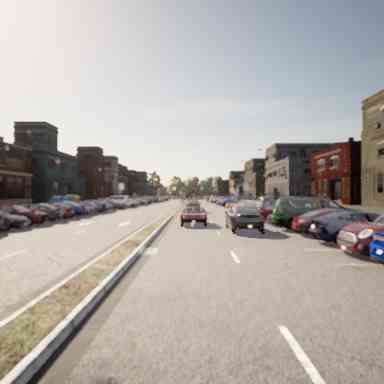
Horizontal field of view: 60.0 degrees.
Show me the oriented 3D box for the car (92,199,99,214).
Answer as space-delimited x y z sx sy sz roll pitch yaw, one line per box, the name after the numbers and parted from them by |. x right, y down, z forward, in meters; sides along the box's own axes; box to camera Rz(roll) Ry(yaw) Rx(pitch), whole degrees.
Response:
-12.709 1.700 34.696 4.892 1.521 2.231 0 -1 0 | car

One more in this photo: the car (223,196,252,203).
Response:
7.864 1.854 50.550 5.366 1.575 1.946 0 -1 0 | car

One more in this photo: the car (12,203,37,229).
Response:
-12.714 1.612 20.676 4.792 1.488 2.163 0 0 0 | car

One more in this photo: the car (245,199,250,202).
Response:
7.700 1.690 31.244 4.792 1.488 2.163 0 -1 0 | car

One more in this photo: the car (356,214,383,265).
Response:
7.644 1.505 9.187 5.008 1.535 2.097 0 0 0 | car

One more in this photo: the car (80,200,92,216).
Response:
-12.706 1.674 31.917 5.008 1.535 2.097 0 -1 0 | car

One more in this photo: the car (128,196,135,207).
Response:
-12.675 1.650 54.150 5.566 2.045 2.435 0 -1 0 | car

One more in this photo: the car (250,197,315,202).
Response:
7.637 1.513 28.489 4.553 1.767 2.185 0 0 0 | car

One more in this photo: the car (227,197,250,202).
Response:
7.496 1.763 42.273 5.366 1.575 1.946 0 -1 0 | car

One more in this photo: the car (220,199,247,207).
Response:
7.670 2.036 61.575 4.674 1.452 2.002 0 -1 0 | car

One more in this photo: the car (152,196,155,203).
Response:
-12.565 1.997 81.933 5.566 2.045 2.435 0 -1 0 | car

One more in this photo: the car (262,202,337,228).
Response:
7.633 1.625 22.975 4.792 1.488 2.163 0 0 0 | car

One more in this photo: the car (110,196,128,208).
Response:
-12.687 1.744 51.336 4.553 1.767 2.185 0 -1 0 | car

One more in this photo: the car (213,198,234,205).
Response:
7.619 2.296 80.878 4.792 1.488 2.163 0 -1 0 | car

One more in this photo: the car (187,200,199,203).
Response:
0.139 1.783 41.411 1.837 1.490 4.892 0 0 0 | car

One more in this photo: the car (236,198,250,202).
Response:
7.647 1.740 36.760 4.792 1.488 2.163 0 -1 0 | car

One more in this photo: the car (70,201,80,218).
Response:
-12.749 1.678 29.012 4.792 1.488 2.163 0 0 0 | car

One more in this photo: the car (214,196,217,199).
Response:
7.625 2.027 72.607 4.553 1.767 2.185 0 -1 0 | car

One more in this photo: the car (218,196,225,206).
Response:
7.644 1.673 56.065 5.566 2.045 2.435 0 -1 0 | car

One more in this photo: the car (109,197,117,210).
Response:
-12.686 1.780 42.908 4.892 1.521 2.231 0 -1 0 | car

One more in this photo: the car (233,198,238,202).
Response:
7.649 1.768 39.515 4.792 1.488 2.163 0 -1 0 | car

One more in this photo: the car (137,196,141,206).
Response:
-12.593 2.031 62.484 4.792 1.488 2.163 0 -1 0 | car

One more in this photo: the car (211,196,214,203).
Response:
7.626 1.939 75.366 5.566 2.045 2.435 0 -1 0 | car

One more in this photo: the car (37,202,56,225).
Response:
-12.741 1.603 23.455 5.008 1.535 2.097 0 0 0 | car

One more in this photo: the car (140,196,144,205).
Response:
-12.800 2.034 65.264 5.366 1.575 1.946 0 -1 0 | car

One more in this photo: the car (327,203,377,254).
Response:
7.683 1.397 11.946 4.553 1.767 2.185 0 0 0 | car

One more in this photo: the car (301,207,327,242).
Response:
7.684 1.570 14.702 4.792 1.488 2.163 0 0 0 | car

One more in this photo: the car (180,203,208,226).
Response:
0.124 1.729 24.691 1.895 1.301 4.718 0 0 0 | car

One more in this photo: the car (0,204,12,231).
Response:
-12.724 1.436 17.906 4.553 1.767 2.185 0 0 0 | car

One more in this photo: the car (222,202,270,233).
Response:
3.120 1.602 20.222 1.837 1.490 4.892 0 0 0 | car

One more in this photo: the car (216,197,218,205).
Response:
7.659 2.035 64.333 5.008 1.535 2.097 0 -1 0 | car

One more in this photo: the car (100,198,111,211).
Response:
-12.716 1.781 40.129 4.792 1.488 2.163 0 -1 0 | car

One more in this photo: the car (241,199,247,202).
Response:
7.671 1.726 34.038 4.674 1.452 2.002 0 -1 0 | car

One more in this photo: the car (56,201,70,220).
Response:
-12.721 1.627 26.235 4.892 1.521 2.231 0 0 0 | car

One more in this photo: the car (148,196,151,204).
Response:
-12.598 2.179 76.372 5.008 1.535 2.097 0 -1 0 | car

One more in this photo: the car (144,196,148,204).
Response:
-12.604 2.107 70.697 5.008 1.535 2.097 0 -1 0 | car

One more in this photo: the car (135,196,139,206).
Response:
-12.602 1.997 59.706 4.792 1.488 2.163 0 -1 0 | car

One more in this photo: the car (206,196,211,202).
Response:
7.663 2.188 94.668 5.566 2.045 2.435 0 -1 0 | car

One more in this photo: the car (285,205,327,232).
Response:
7.655 1.598 17.459 4.674 1.452 2.002 0 0 0 | car

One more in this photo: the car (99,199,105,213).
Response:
-12.693 1.764 37.350 4.674 1.452 2.002 0 -1 0 | car

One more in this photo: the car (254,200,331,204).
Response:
7.660 1.616 25.731 5.008 1.535 2.097 0 0 0 | car

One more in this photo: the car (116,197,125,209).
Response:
-12.660 1.878 48.464 4.674 1.452 2.002 0 -1 0 | car

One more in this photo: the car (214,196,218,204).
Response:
7.657 2.155 69.977 4.674 1.452 2.002 0 -1 0 | car
